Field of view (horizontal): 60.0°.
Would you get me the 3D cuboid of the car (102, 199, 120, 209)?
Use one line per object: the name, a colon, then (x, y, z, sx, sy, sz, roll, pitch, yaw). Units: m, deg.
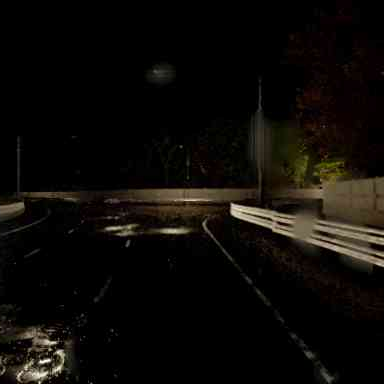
car: (-12.216, 1.793, 50.202, 2.128, 1.511, 4.902, 0, 0, -28)

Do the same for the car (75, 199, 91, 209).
car: (-17.036, 1.831, 51.863, 1.837, 1.490, 4.892, 1, -1, -29)

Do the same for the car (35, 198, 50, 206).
car: (-28.411, 1.927, 63.288, 1.837, 1.490, 4.892, 1, -1, -37)
